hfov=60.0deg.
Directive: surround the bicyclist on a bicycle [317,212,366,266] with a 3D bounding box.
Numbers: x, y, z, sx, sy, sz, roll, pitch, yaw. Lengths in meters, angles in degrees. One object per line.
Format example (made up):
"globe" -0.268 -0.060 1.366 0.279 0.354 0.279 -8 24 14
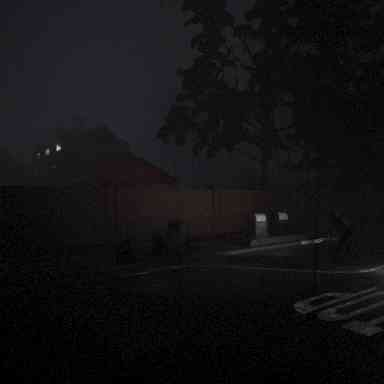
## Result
"bicyclist on a bicycle" 4.620 1.456 10.422 0.582 1.620 1.656 0 -2 -35
